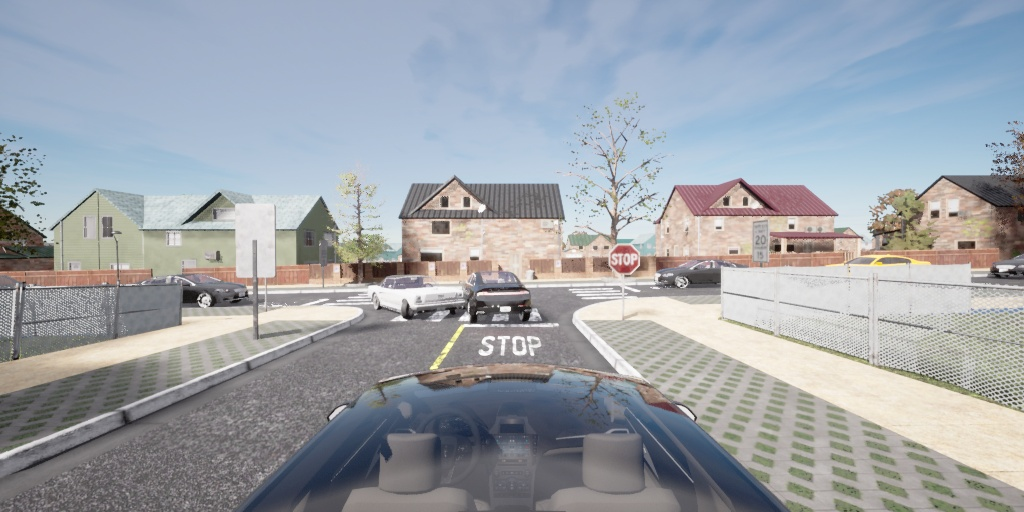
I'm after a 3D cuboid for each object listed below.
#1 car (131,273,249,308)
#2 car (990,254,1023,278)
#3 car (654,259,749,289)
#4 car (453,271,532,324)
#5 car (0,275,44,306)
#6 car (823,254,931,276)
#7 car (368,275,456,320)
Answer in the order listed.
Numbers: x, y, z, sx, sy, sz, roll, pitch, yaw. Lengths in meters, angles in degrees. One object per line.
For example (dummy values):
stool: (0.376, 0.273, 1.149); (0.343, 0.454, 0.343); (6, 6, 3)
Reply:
car: (-14.902, 1.566, 16.518); (4.902, 1.511, 2.128); (-1, 1, 0)
car: (29.386, 0.477, 19.643); (4.902, 1.511, 2.128); (-1, 1, 0)
car: (10.331, 0.925, 19.570); (4.902, 1.511, 2.128); (-1, 1, 0)
car: (-0.685, 1.242, 12.162); (2.128, 1.511, 4.902); (0, 0, -12)
car: (-24.239, 1.648, 16.477); (4.553, 1.767, 2.097); (-1, 1, 0)
car: (19.761, 0.690, 19.607); (5.008, 1.535, 1.882); (-1, 1, -1)
car: (-3.602, 1.368, 13.022); (1.895, 1.301, 4.718); (0, 0, -38)
